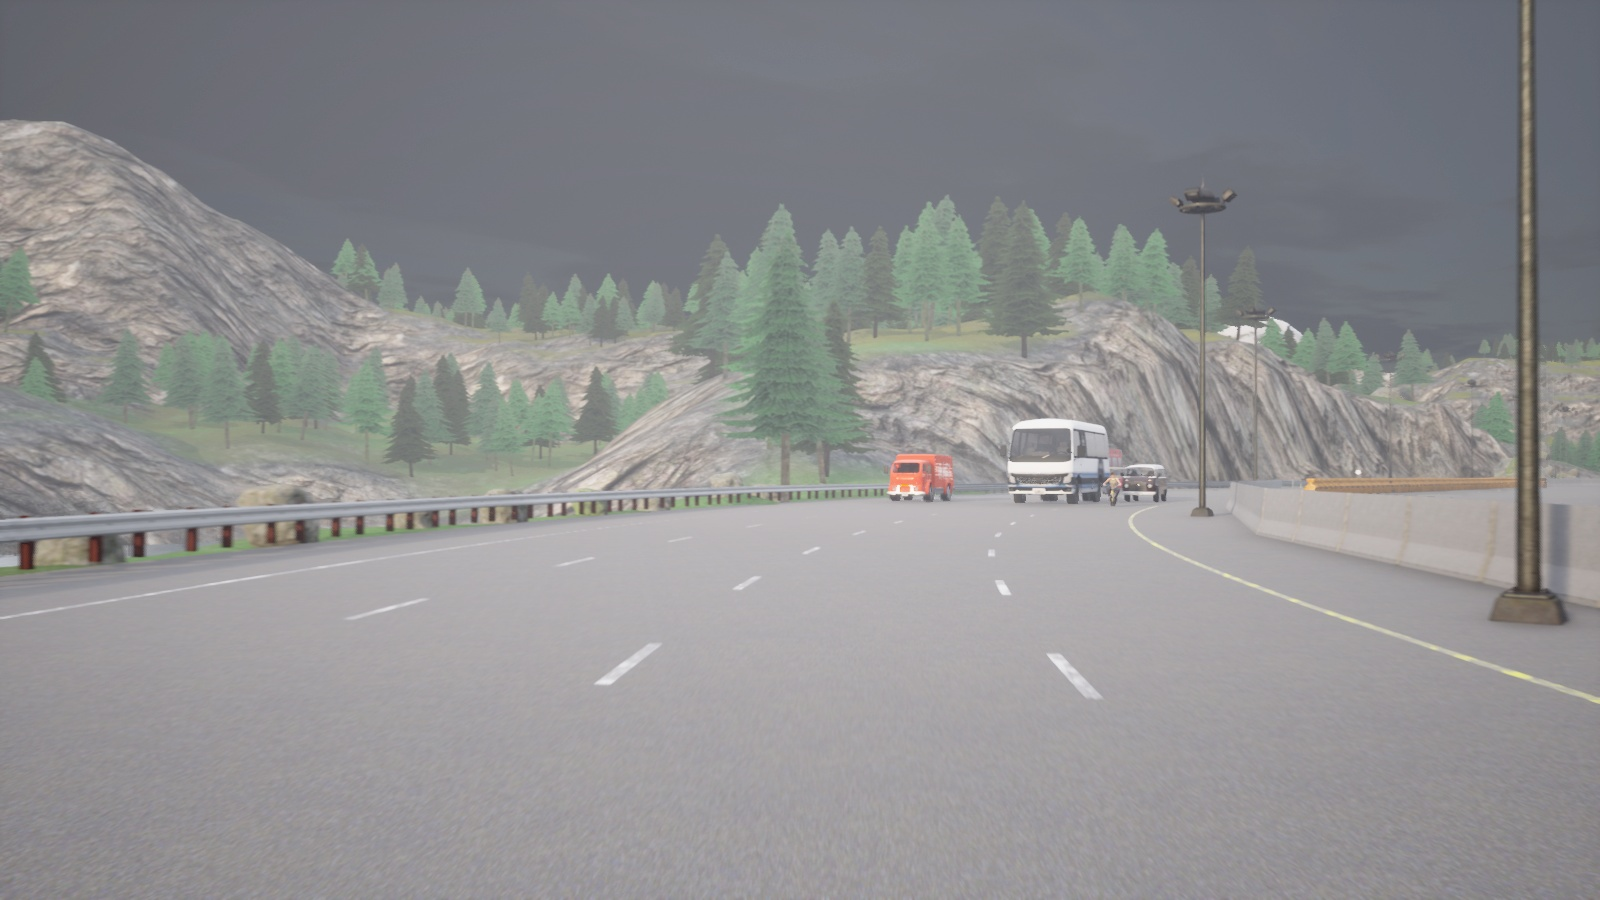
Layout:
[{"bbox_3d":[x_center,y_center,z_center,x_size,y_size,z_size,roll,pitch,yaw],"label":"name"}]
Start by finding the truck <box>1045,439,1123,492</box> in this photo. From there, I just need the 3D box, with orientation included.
[{"bbox_3d":[21.566,1.194,94.905,2.891,3.827,8.468,-1,-1,33],"label":"truck"}]

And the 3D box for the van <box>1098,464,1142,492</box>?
[{"bbox_3d":[23.144,2.040,90.802,1.775,1.987,4.442,-1,-1,32],"label":"van"}]

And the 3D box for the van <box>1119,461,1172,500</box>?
[{"bbox_3d":[18.783,1.643,68.137,2.069,2.038,4.480,-1,-1,25],"label":"van"}]

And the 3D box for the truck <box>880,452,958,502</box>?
[{"bbox_3d":[6.294,1.415,65.838,2.627,2.467,5.204,-1,-1,22],"label":"truck"}]

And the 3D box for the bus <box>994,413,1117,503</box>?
[{"bbox_3d":[13.318,0.490,64.523,3.944,4.253,10.273,-1,-1,24],"label":"bus"}]
